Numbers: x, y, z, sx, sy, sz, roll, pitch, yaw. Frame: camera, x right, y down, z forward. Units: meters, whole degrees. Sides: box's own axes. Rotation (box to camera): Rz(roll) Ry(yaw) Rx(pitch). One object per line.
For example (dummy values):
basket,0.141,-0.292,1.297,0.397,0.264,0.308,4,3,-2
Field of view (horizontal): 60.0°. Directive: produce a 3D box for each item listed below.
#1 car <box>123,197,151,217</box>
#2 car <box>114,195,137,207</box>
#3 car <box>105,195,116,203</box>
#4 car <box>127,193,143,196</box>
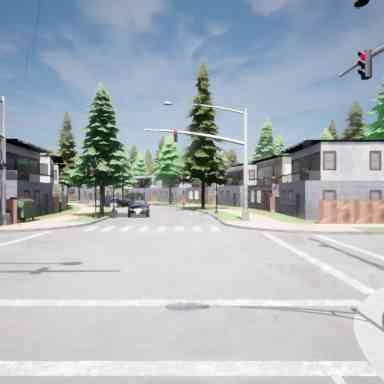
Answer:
car,-4.844,1.457,30.545,2.128,1.511,4.902,0,0,-7
car,-9.849,1.566,49.292,1.895,1.301,4.718,0,0,-24
car,-16.518,1.318,66.760,2.097,1.767,4.553,0,0,-45
car,-10.401,1.187,58.418,2.150,2.045,5.566,0,0,-36
